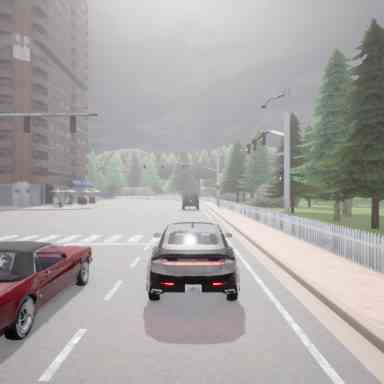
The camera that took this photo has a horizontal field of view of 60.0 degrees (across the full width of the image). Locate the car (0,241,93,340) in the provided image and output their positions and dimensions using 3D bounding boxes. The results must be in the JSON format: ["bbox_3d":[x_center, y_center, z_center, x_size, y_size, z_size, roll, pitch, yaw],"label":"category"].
[{"bbox_3d":[-3.450,1.601,6.461,1.895,1.301,4.718,0,0,0],"label":"car"}]

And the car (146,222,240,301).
[{"bbox_3d":[0.023,1.492,8.310,2.128,1.511,4.902,0,0,0],"label":"car"}]

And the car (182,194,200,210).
[{"bbox_3d":[-0.180,1.221,43.760,2.150,2.045,5.566,0,0,-1],"label":"car"}]
